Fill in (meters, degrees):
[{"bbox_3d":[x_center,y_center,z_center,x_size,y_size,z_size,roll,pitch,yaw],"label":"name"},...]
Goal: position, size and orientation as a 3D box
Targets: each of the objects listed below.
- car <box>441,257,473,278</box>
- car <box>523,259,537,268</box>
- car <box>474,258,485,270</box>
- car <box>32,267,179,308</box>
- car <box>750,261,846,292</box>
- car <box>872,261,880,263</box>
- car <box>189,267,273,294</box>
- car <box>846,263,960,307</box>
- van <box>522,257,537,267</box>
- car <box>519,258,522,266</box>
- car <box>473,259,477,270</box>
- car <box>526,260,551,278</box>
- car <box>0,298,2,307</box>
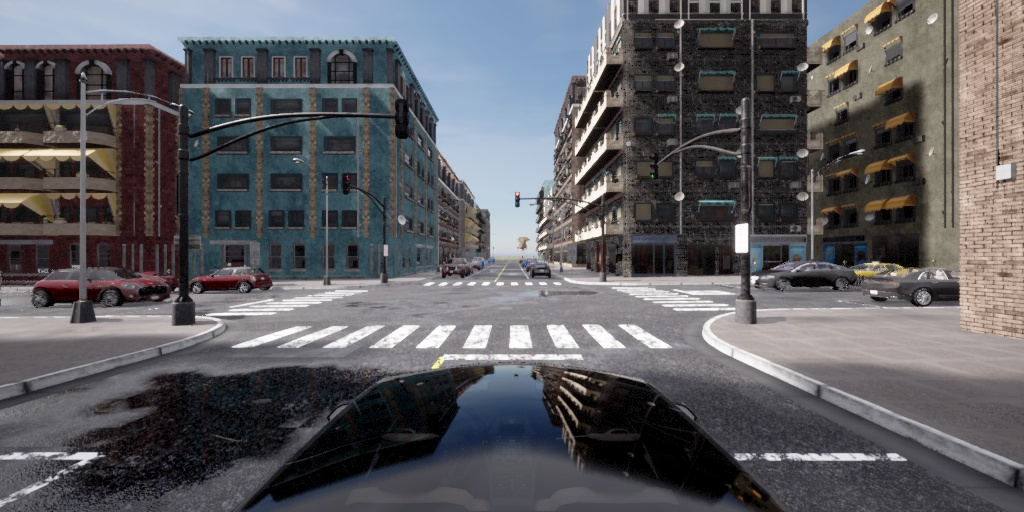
[{"bbox_3d":[-5.242,1.060,33.639,2.192,1.841,5.009,0,0,0],"label":"car"},{"bbox_3d":[2.665,1.323,44.725,1.802,1.307,4.207,0,0,0],"label":"car"},{"bbox_3d":[-5.202,1.283,50.295,1.888,1.381,4.507,0,0,0],"label":"car"},{"bbox_3d":[-18.258,1.308,16.106,4.553,1.767,2.097,-1,0,1],"label":"car"},{"bbox_3d":[15.027,1.038,18.722,4.902,1.511,2.128,-1,0,1],"label":"car"},{"bbox_3d":[21.177,1.000,21.123,4.829,1.417,1.751,0,0,1],"label":"car"},{"bbox_3d":[-16.861,1.388,21.515,4.097,1.591,1.967,0,0,1],"label":"car"},{"bbox_3d":[15.627,1.082,13.298,4.403,1.370,2.007,0,0,1],"label":"car"},{"bbox_3d":[2.678,1.078,50.277,1.690,1.789,3.998,0,0,0],"label":"van"},{"bbox_3d":[2.705,1.171,61.381,1.967,1.591,4.097,0,0,0],"label":"car"},{"bbox_3d":[-5.229,1.289,39.191,1.888,1.381,4.507,0,0,0],"label":"car"},{"bbox_3d":[2.638,1.311,33.621,1.948,1.339,4.313,0,0,0],"label":"car"},{"bbox_3d":[-22.467,1.443,13.682,4.097,1.591,1.967,0,0,1],"label":"car"}]
